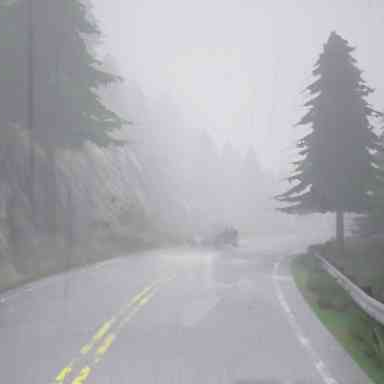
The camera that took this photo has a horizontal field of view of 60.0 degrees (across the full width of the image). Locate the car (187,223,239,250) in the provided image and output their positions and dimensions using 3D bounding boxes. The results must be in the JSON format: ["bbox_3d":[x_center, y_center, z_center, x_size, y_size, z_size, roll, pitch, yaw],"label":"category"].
[{"bbox_3d":[1.416,2.632,20.178,2.128,1.511,4.902,-2,-5,26],"label":"car"}]
